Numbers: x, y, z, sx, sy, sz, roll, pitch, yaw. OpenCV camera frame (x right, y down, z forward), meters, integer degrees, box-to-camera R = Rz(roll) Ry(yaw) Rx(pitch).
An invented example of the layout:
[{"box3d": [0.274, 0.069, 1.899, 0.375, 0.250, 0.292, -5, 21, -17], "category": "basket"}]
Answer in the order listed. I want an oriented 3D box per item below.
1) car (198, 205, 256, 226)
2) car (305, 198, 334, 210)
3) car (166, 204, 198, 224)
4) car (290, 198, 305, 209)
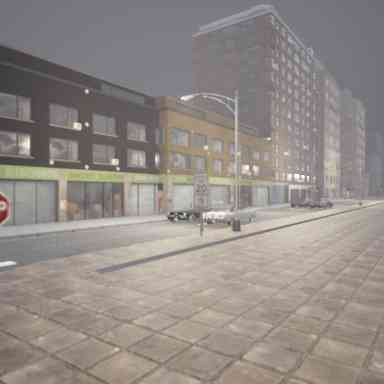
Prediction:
[{"box3d": [2.686, 1.566, 23.073, 1.895, 1.301, 4.718, 0, 0, 36], "category": "car"}, {"box3d": [16.683, 1.473, 42.620, 2.033, 1.411, 5.357, 0, 0, 36], "category": "car"}, {"box3d": [0.191, 1.560, 24.617, 1.895, 1.301, 4.718, 0, 0, 36], "category": "car"}, {"box3d": [15.072, 1.466, 45.224, 2.033, 1.411, 5.357, 0, 0, 36], "category": "car"}]
